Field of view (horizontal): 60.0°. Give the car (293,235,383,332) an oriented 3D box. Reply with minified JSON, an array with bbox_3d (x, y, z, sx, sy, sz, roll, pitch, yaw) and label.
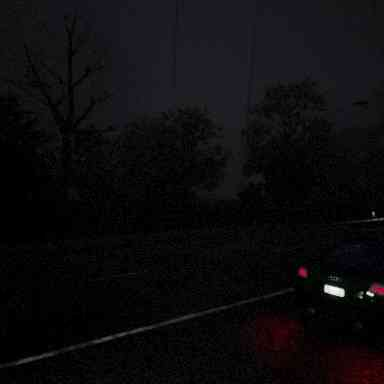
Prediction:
[{"bbox_3d":[3.934,1.564,6.551,4.181,1.385,1.994,0,0,-36],"label":"car"}]
